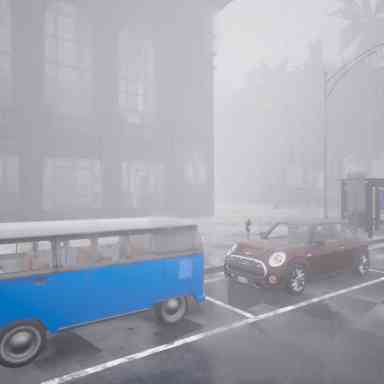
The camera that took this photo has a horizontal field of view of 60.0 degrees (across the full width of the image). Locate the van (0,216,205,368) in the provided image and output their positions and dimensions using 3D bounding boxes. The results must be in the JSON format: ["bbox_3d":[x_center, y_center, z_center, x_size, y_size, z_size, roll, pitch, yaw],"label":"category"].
[{"bbox_3d":[-1.670,1.341,5.459,3.998,1.788,1.690,0,0,-35],"label":"van"}]

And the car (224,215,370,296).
[{"bbox_3d":[2.751,1.439,8.605,4.097,1.590,1.967,0,0,-35],"label":"car"}]
